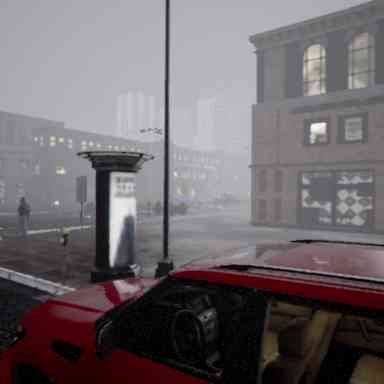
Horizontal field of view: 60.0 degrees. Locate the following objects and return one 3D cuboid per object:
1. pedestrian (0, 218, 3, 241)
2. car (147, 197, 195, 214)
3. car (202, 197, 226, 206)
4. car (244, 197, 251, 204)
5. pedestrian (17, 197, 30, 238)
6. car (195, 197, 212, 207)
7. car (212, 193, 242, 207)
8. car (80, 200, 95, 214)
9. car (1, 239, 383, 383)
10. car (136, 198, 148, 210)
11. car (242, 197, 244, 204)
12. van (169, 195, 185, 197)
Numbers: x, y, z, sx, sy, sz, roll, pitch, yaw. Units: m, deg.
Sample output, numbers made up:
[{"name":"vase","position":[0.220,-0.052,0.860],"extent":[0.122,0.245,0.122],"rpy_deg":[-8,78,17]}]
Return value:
[{"name":"pedestrian","position":[-7.825,1.417,13.466],"extent":[0.500,1.100,0.500],"rpy_deg":[1,0,36]},{"name":"car","position":[-1.987,1.502,33.133],"extent":[1.887,1.381,4.507],"rpy_deg":[0,0,35]},{"name":"car","position":[3.742,1.523,55.921],"extent":[1.752,1.417,4.829],"rpy_deg":[0,0,35]},{"name":"car","position":[10.202,1.609,65.097],"extent":[2.008,1.369,4.403],"rpy_deg":[0,0,35]},{"name":"pedestrian","position":[-7.521,1.131,14.918],"extent":[0.375,1.860,0.375],"rpy_deg":[1,0,36]},{"name":"car","position":[0.659,1.520,51.541],"extent":[2.008,1.369,4.403],"rpy_deg":[0,0,35]},{"name":"car","position":[5.472,1.241,53.726],"extent":[2.150,2.045,5.566],"rpy_deg":[1,0,36]},{"name":"car","position":[-8.897,1.397,33.458],"extent":[1.837,1.490,4.892],"rpy_deg":[1,0,35]},{"name":"car","position":[0.669,1.309,2.398],"extent":[5.009,1.841,2.192],"rpy_deg":[1,0,36]},{"name":"car","position":[-5.800,1.438,42.365],"extent":[1.752,1.417,4.829],"rpy_deg":[0,0,35]},{"name":"car","position":[7.021,1.579,60.579],"extent":[2.008,1.369,4.403],"rpy_deg":[0,0,35]},{"name":"van","position":[-2.521,1.282,47.023],"extent":[1.690,1.788,3.998],"rpy_deg":[0,0,35]}]
